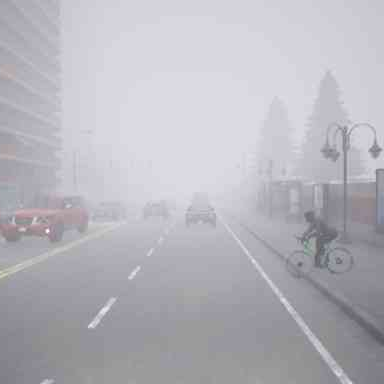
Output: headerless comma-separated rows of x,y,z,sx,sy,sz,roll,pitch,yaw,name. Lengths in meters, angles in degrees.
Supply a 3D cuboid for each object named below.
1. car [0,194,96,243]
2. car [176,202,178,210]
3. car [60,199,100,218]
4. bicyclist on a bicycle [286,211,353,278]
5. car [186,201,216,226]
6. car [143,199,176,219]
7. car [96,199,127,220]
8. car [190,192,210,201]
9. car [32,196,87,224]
-6.760,1.144,16.138,2.150,2.045,5.566,0,0,1,car
-2.599,1.426,37.384,1.895,1.301,4.718,0,0,2,car
-9.914,1.445,29.820,1.994,1.385,4.181,0,2,2,car
3.111,1.288,8.213,1.656,1.620,0.582,-5,0,1,bicyclist on a bicycle
0.576,1.496,22.431,1.895,1.301,4.718,0,0,1,car
-2.806,1.364,27.259,2.128,1.511,4.902,0,0,1,car
-6.505,1.380,26.441,1.837,1.490,4.892,0,0,2,car
0.973,1.038,39.362,2.150,2.045,5.566,0,0,1,car
-9.947,1.286,25.488,2.128,1.511,4.902,0,4,1,car
